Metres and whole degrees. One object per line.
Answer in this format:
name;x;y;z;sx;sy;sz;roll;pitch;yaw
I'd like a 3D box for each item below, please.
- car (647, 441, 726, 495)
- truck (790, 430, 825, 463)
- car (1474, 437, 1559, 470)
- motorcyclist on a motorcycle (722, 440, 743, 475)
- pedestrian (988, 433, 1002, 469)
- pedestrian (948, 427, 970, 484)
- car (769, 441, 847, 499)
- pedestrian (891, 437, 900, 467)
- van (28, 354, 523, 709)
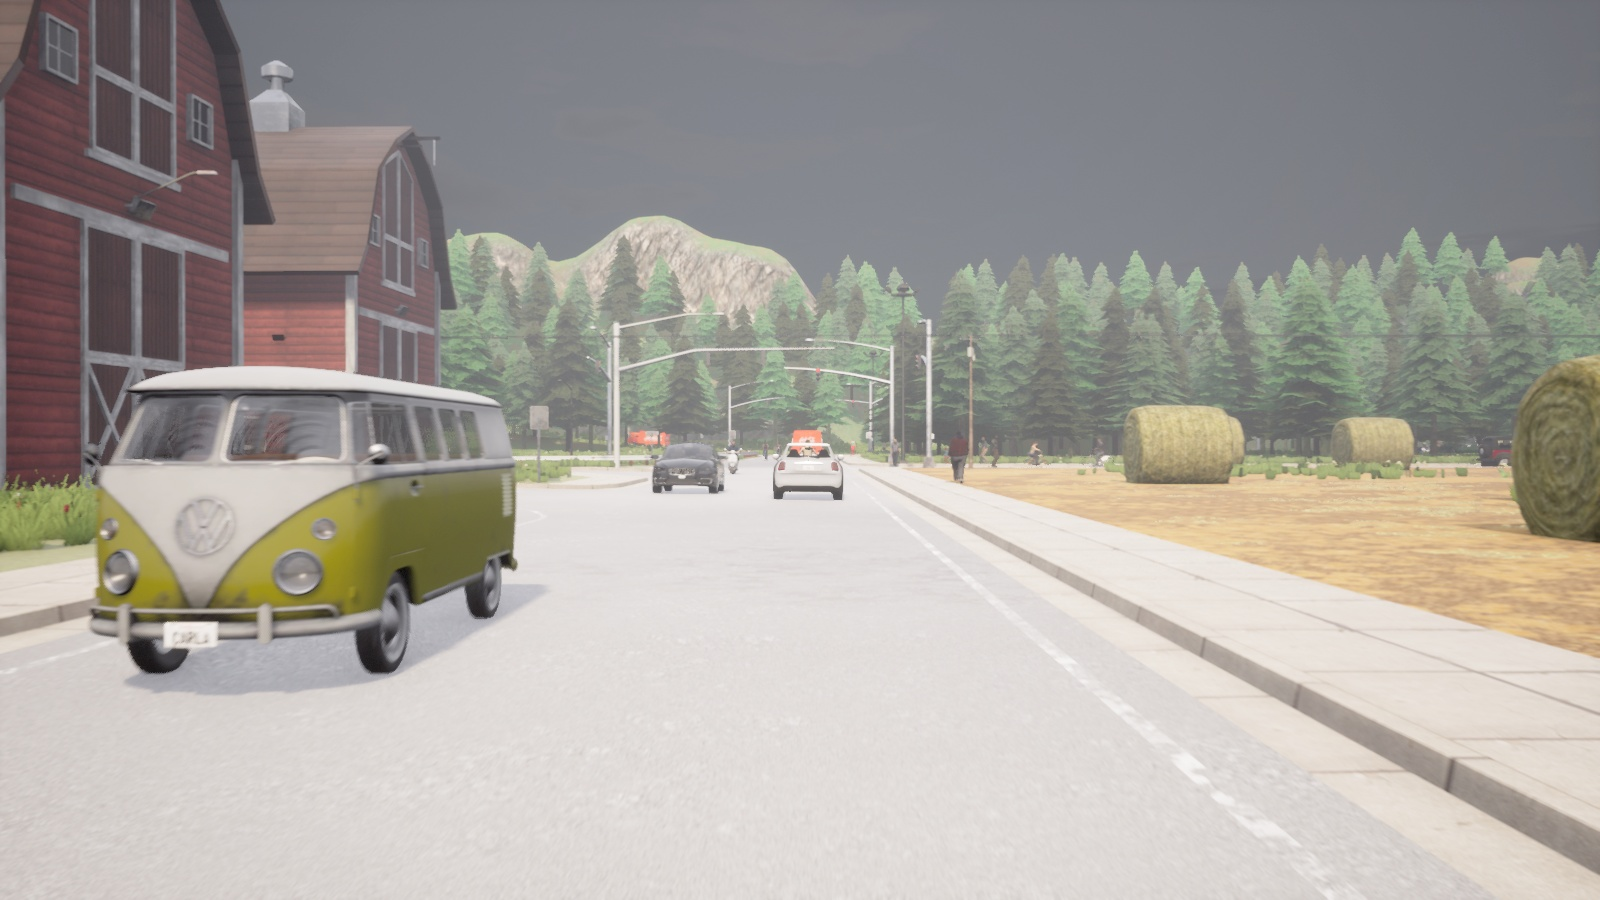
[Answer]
car;-3.271;0.516;37.086;1.837;1.490;4.892;1;-1;0
truck;0.570;-0.286;97.464;2.627;2.467;5.204;0;0;0
car;41.442;0.195;72.694;3.866;1.878;1.905;0;0;1
motorcyclist on a motorcycle;-3.149;0.350;58.904;0.866;1.590;1.817;0;0;0
pedestrian;10.621;0.046;68.351;0.692;1.930;0.395;0;0;29
pedestrian;5.271;0.179;41.592;0.634;1.844;0.899;0;0;2
car;0.215;0.507;34.030;1.970;1.475;3.806;0;0;0
pedestrian;5.887;0.138;77.361;0.540;1.848;0.694;0;0;1
van;-3.432;0.445;9.264;1.775;1.987;4.442;0;0;0
